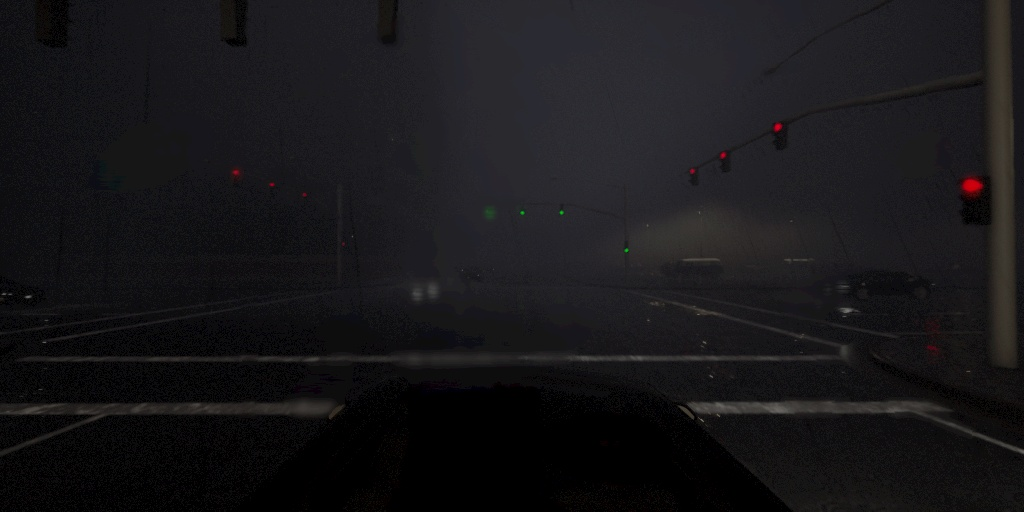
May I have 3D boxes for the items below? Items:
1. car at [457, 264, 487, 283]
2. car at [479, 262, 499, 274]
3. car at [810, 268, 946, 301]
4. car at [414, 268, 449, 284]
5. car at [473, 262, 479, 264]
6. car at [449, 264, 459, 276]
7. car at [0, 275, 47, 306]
[{"bbox_3d":[-3.628,1.695,33.090,1.812,1.442,4.674,0,-1,0],"label":"car"},{"bbox_3d":[-3.453,1.951,53.855,1.837,1.490,4.892,0,-1,1],"label":"car"},{"bbox_3d":[18.949,1.509,18.727,4.892,1.490,1.837,0,-1,1],"label":"car"},{"bbox_3d":[-7.069,1.714,31.256,1.994,1.385,4.181,0,-1,0],"label":"car"},{"bbox_3d":[-6.842,2.036,61.080,2.128,1.511,4.902,0,-1,0],"label":"car"},{"bbox_3d":[-7.046,1.841,46.382,2.128,1.511,4.902,0,-1,1],"label":"car"},{"bbox_3d":[-23.299,1.525,15.505,4.892,1.490,1.837,0,-1,1],"label":"car"}]
